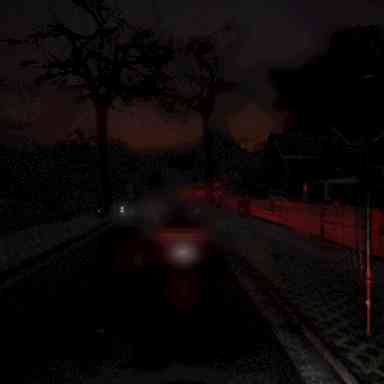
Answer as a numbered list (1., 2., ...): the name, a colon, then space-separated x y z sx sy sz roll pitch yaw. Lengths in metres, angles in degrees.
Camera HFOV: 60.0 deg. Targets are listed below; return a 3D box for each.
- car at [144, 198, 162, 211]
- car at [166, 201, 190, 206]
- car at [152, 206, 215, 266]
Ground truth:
1. car: -4.717 1.459 40.232 2.128 1.511 4.902 0 0 -3
2. car: -1.135 1.469 27.581 1.812 1.442 4.674 0 0 -3
3. car: -0.331 1.449 11.459 2.128 1.511 4.902 0 0 -3
